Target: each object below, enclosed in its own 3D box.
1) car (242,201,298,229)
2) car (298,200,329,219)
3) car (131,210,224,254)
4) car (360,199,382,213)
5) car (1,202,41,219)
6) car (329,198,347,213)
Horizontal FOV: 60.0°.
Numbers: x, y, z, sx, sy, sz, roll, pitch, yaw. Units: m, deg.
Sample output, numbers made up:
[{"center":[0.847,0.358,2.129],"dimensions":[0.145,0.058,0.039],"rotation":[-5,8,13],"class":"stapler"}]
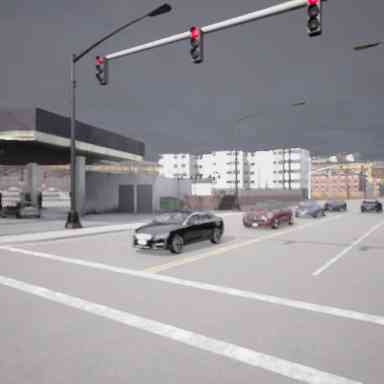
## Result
[{"center":[5.055,1.387,21.929],"dimensions":[2.097,1.767,4.553],"rotation":[0,0,34],"class":"car"},{"center":[10.708,1.562,30.129],"dimensions":[1.812,1.442,4.674],"rotation":[0,0,34],"class":"car"},{"center":[-0.420,1.526,13.913],"dimensions":[2.128,1.511,4.902],"rotation":[0,0,34],"class":"car"},{"center":[20.035,1.512,37.155],"dimensions":[2.128,1.511,4.902],"rotation":[0,0,35],"class":"car"},{"center":[-15.140,1.578,29.348],"dimensions":[3.806,1.475,1.970],"rotation":[0,0,36],"class":"car"},{"center":[16.671,1.514,38.736],"dimensions":[1.882,1.535,5.008],"rotation":[0,0,35],"class":"car"}]
